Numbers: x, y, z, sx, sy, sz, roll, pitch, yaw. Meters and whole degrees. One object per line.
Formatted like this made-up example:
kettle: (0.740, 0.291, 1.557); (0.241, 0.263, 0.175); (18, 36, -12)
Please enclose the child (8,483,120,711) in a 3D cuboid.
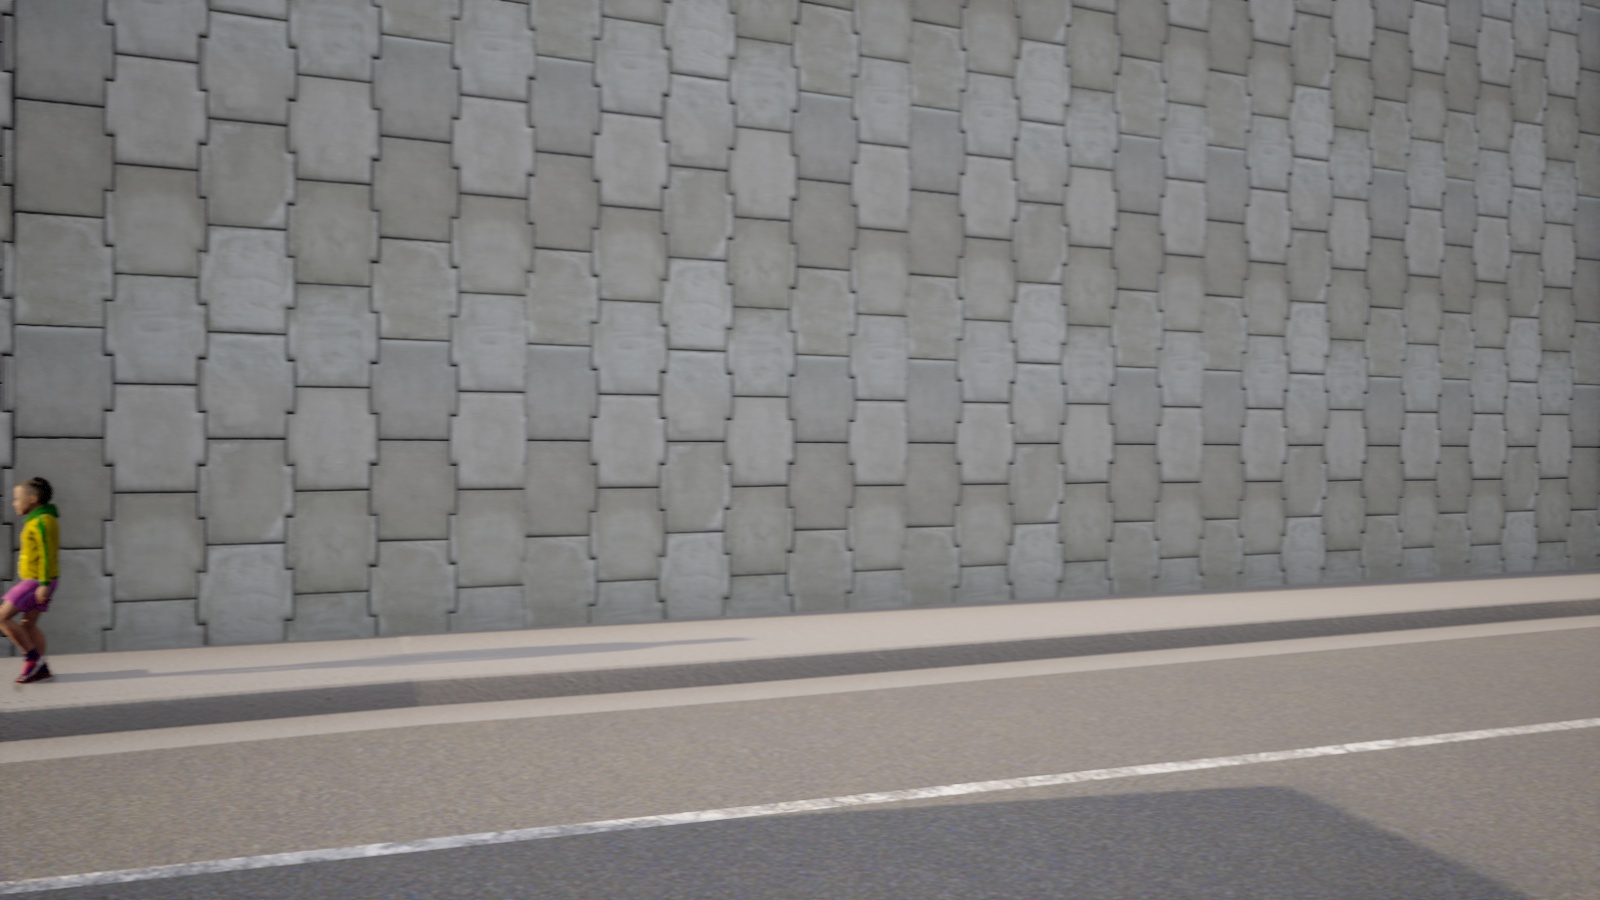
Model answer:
child: (-3.940, 0.766, 6.740); (0.473, 1.160, 0.299); (-1, 1, -25)
